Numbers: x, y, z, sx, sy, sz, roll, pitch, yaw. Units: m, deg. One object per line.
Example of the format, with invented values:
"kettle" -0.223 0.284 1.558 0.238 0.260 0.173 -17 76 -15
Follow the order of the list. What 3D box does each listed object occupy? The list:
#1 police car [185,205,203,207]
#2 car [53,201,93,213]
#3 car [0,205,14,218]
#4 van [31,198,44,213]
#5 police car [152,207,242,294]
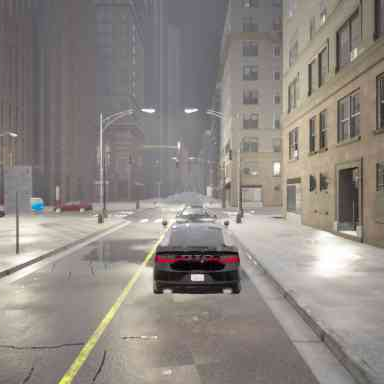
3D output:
"police car" 0.120 1.510 18.522 2.038 1.542 4.974 0 0 0
"car" -13.958 1.727 39.094 4.507 1.381 1.887 -1 0 0
"car" -19.612 1.524 30.591 5.009 1.841 2.192 -1 0 0
"van" -19.584 1.592 39.117 3.998 1.788 1.690 -1 0 0
"police car" 0.107 1.427 8.917 1.930 1.638 5.238 0 0 0
